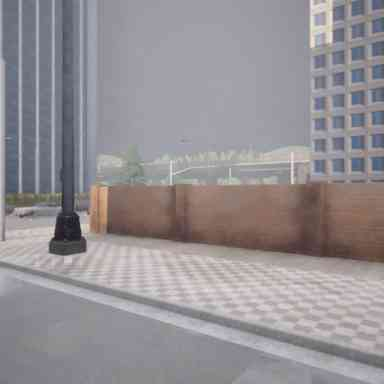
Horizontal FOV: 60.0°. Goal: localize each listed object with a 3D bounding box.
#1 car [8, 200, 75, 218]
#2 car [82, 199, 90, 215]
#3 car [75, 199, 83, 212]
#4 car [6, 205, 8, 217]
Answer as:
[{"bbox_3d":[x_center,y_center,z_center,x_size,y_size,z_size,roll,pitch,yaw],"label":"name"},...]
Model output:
[{"bbox_3d":[-13.420,1.595,29.947,1.895,1.301,4.718,0,0,35],"label":"car"},{"bbox_3d":[-7.793,1.558,31.576,1.994,1.385,4.181,0,0,35],"label":"car"},{"bbox_3d":[-12.415,1.541,37.483,2.033,1.411,5.357,0,0,35],"label":"car"},{"bbox_3d":[-18.224,1.541,29.252,2.033,1.411,5.357,0,0,32],"label":"car"}]
